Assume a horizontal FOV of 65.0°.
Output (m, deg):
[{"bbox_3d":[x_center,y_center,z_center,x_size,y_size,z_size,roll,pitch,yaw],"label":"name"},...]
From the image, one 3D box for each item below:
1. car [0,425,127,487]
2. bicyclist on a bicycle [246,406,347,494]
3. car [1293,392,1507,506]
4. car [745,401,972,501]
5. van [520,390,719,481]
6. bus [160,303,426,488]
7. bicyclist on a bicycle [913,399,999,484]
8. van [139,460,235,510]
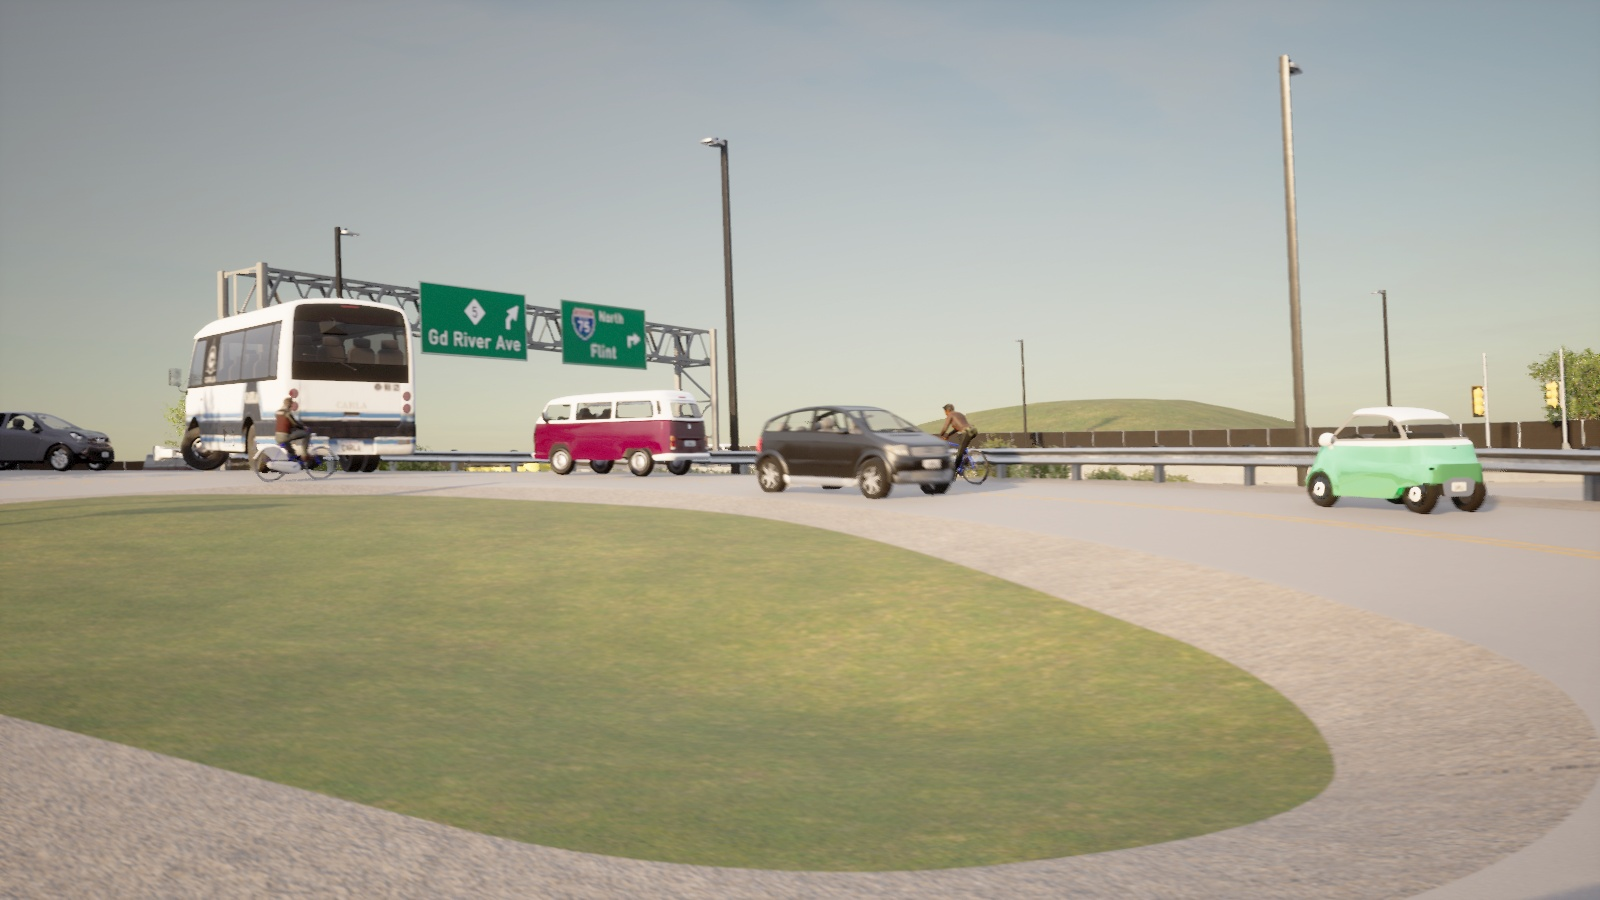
[{"bbox_3d":[-19.177,0.164,31.482,3.633,1.501,1.845,-1,0,4],"label":"car"},{"bbox_3d":[-10.469,-0.025,26.184,0.659,1.776,1.843,1,2,37],"label":"bicyclist on a bicycle"},{"bbox_3d":[8.013,-0.042,16.919,1.481,1.376,2.207,-2,2,-16],"label":"car"},{"bbox_3d":[0.937,-0.009,21.694,1.789,1.549,3.705,-3,2,-42],"label":"car"},{"bbox_3d":[-4.467,-0.316,30.912,4.480,2.038,2.069,-2,0,31],"label":"van"},{"bbox_3d":[-14.048,-1.298,34.072,3.944,4.253,10.273,-1,1,-38],"label":"bus"},{"bbox_3d":[3.090,-0.155,24.959,0.582,1.620,1.656,-2,0,-42],"label":"bicyclist on a bicycle"},{"bbox_3d":[-26.252,1.503,53.711,4.442,1.987,1.775,-2,-1,36],"label":"van"}]
